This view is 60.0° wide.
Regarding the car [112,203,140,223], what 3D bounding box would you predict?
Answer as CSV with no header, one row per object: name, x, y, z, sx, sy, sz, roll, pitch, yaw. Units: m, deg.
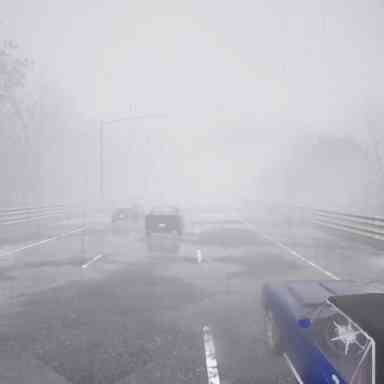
car,-4.801,1.532,25.336,1.812,1.442,4.674,0,0,1

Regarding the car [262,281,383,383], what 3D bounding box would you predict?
car,1.990,1.601,3.060,1.895,1.301,4.718,0,0,0

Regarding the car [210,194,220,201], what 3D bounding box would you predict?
car,5.894,1.421,86.343,2.097,1.767,4.553,0,0,6

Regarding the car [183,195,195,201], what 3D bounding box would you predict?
car,-1.191,1.605,85.803,2.033,1.411,5.357,0,0,6

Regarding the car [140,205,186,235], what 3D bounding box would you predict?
car,-1.430,1.480,18.801,1.882,1.535,5.008,0,0,1

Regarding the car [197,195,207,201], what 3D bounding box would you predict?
car,2.337,1.660,85.928,1.895,1.301,4.718,0,0,6
